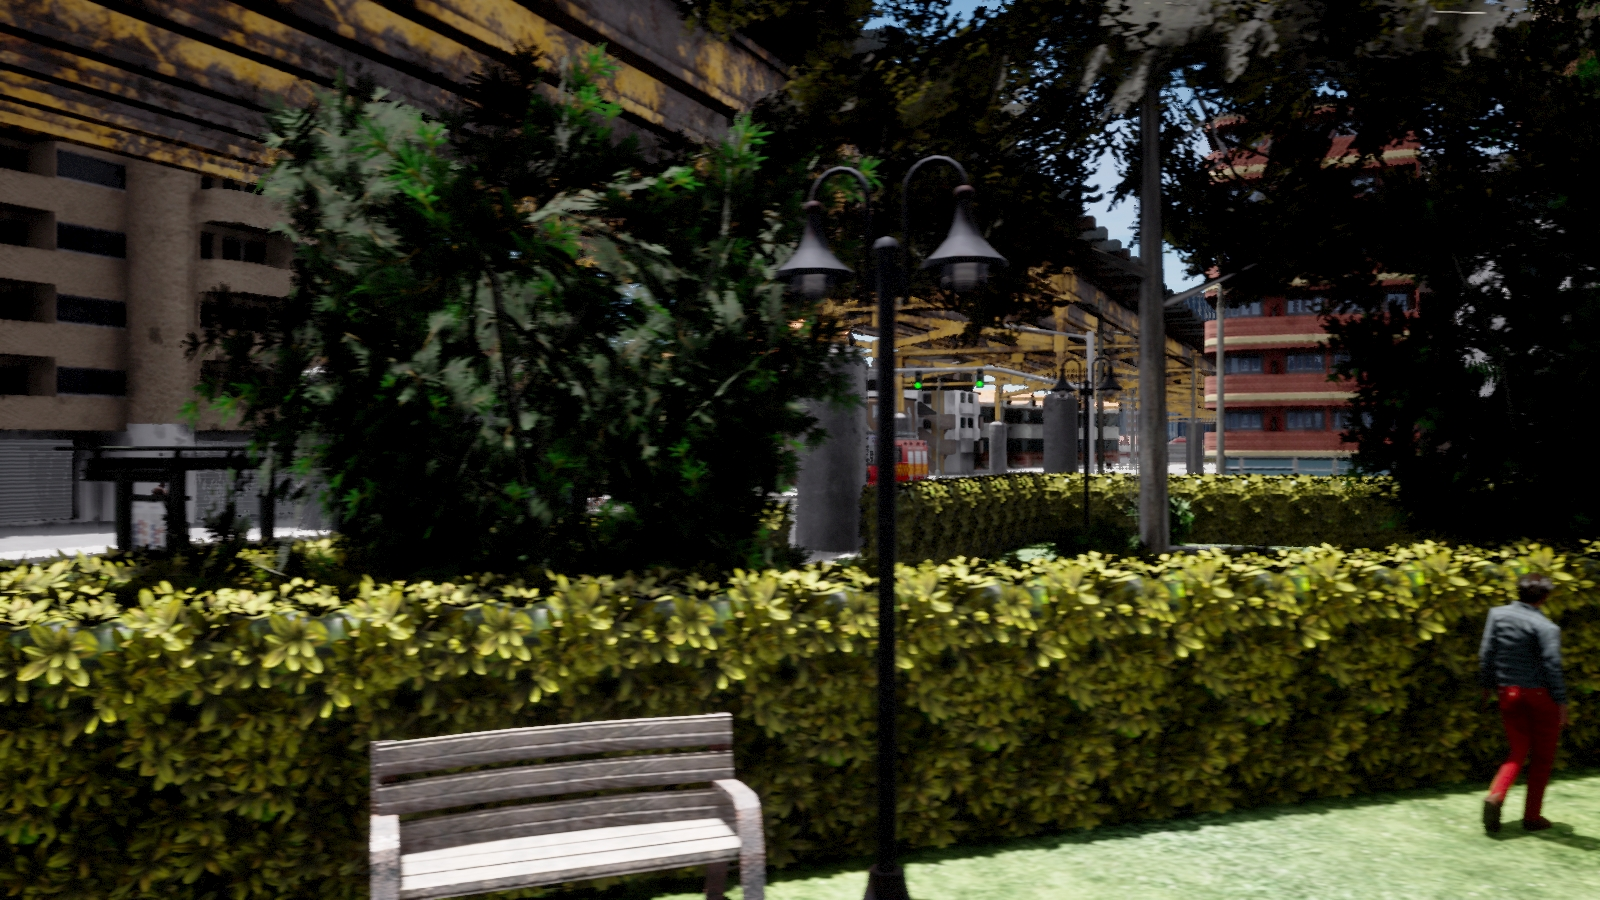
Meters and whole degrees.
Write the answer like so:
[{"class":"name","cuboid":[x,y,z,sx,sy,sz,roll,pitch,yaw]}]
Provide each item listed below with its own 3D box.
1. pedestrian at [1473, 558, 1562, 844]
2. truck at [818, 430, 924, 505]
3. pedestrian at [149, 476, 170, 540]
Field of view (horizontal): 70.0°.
[{"class":"pedestrian","cuboid":[4.946,1.701,7.883,0.375,1.860,0.375,0,0,-26]},{"class":"truck","cuboid":[4.054,0.890,62.790,2.891,3.827,8.468,0,0,25]},{"class":"pedestrian","cuboid":[-18.910,1.701,33.721,0.375,1.860,0.375,0,0,18]}]
